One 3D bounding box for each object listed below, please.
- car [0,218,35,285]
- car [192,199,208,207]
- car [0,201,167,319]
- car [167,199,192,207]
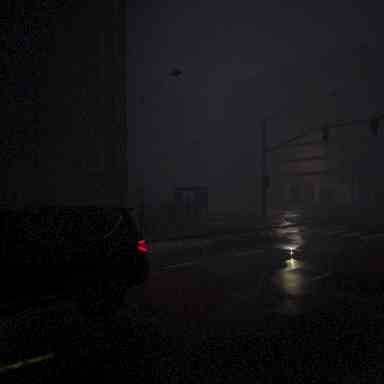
[{"bbox_3d":[-6.612,1.559,7.957,4.892,1.490,1.837,0,0,-35],"label":"car"},{"bbox_3d":[0.240,1.705,50.182,1.895,1.301,4.718,0,0,-38],"label":"car"},{"bbox_3d":[-3.446,1.253,5.905,5.566,2.045,2.150,0,0,-36],"label":"car"},{"bbox_3d":[-2.496,1.722,47.999,1.895,1.301,4.718,0,0,-38],"label":"car"}]
